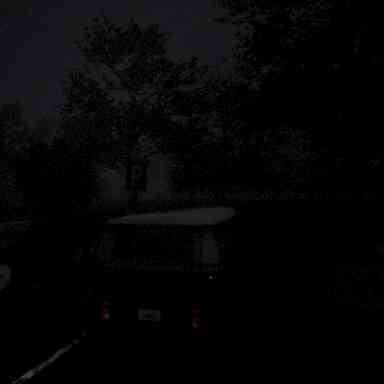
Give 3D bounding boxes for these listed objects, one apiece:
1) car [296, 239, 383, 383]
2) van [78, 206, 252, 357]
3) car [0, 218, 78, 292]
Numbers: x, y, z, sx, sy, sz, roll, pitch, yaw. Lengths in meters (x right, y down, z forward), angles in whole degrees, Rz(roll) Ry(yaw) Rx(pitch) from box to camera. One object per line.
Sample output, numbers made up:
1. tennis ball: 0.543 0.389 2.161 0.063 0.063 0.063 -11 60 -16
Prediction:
1. car: 2.445 1.489 4.375 2.097 1.535 5.008 0 -1 15
2. van: 0.036 1.293 6.203 1.878 1.987 4.442 -1 -1 15
3. car: -4.856 1.573 9.485 2.097 1.535 5.008 0 -1 14
